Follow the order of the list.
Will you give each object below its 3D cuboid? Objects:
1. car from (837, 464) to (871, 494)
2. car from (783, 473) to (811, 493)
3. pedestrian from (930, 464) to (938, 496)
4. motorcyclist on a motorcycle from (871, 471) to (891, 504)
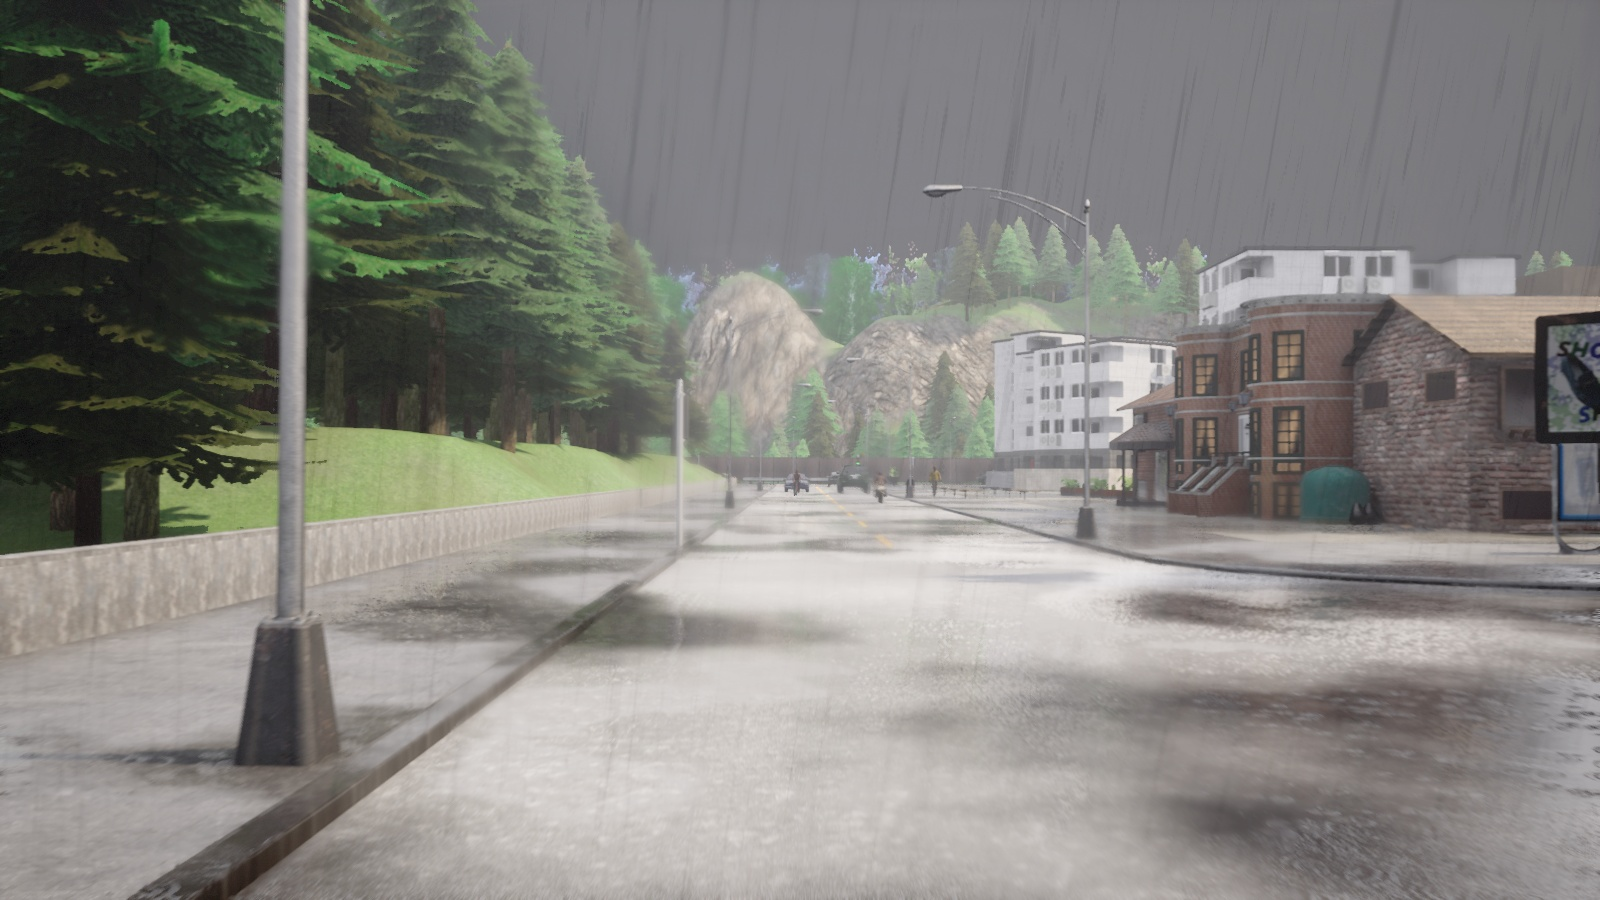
[{"bbox_3d":[3.795,2.001,88.572,2.150,2.045,5.566,0,-1,0],"label":"car"},{"bbox_3d":[-0.217,2.430,93.617,2.033,1.411,5.357,0,-1,0],"label":"car"},{"bbox_3d":[7.747,1.705,72.395,0.370,1.835,0.726,0,-1,-1],"label":"pedestrian"},{"bbox_3d":[3.862,1.789,60.174,0.797,1.523,2.044,0,-1,0],"label":"motorcyclist on a motorcycle"}]
